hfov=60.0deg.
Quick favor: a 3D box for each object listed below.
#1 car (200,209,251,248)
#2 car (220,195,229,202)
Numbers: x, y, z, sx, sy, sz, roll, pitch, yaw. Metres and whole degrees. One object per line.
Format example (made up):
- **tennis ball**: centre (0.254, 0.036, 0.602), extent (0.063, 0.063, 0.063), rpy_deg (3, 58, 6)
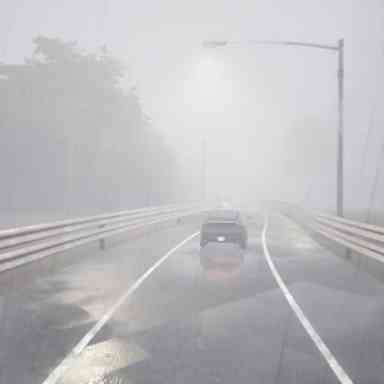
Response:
- **car**: centre (1.542, 1.513, 14.920), extent (1.837, 1.490, 4.892), rpy_deg (0, 0, 11)
- **car**: centre (7.299, 1.488, 76.981), extent (2.033, 1.411, 5.357), rpy_deg (0, 0, -7)
